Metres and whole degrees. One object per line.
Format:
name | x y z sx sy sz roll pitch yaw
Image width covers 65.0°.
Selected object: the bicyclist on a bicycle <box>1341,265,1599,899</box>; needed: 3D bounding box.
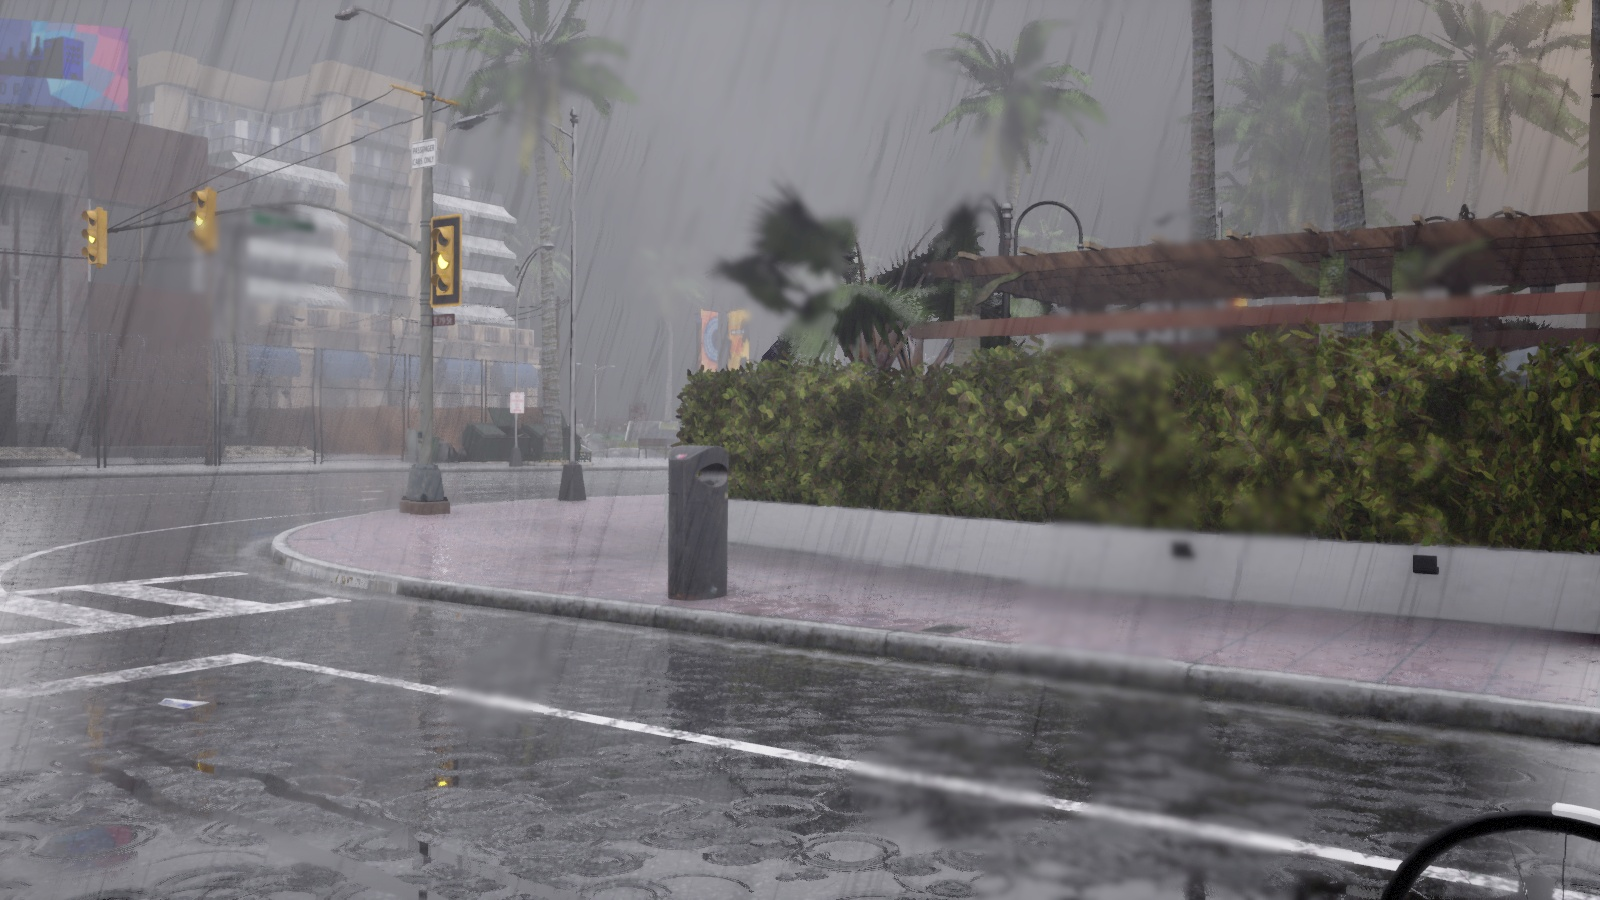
bicyclist on a bicycle | 2.029 0.553 2.267 1.843 1.776 0.659 0 1 34
